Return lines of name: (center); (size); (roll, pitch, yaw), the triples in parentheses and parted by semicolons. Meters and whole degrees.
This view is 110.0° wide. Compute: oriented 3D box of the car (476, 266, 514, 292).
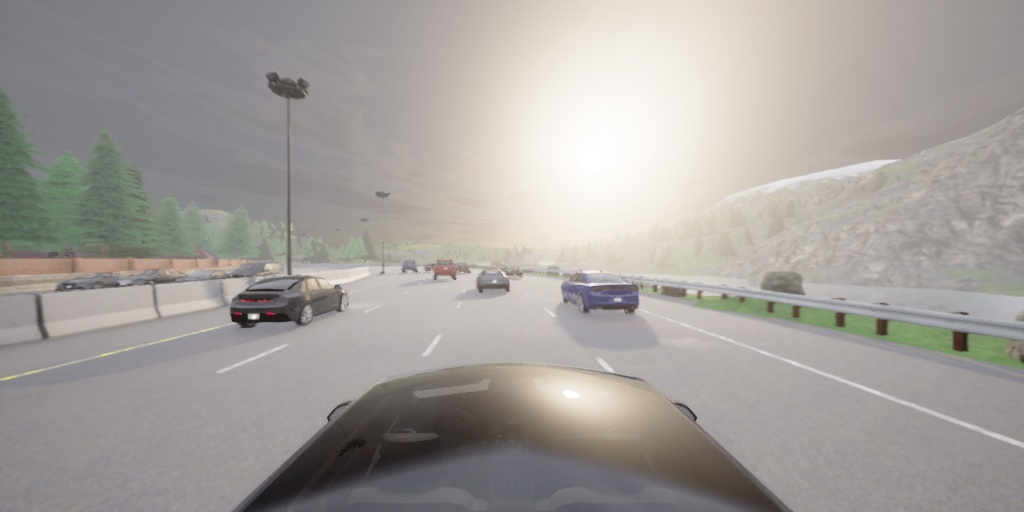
car: (-1.318, 1.520, 23.424); (1.994, 1.385, 4.181); (0, 0, -8)

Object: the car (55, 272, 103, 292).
car: (-30.027, 1.890, 25.998); (1.994, 1.385, 4.181); (-1, -1, -10)

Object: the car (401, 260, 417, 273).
car: (-16.909, 1.654, 58.786); (2.150, 2.045, 5.566); (0, -1, -21)

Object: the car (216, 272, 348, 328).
car: (-7.227, 1.423, 12.200); (1.837, 1.490, 4.892); (0, -1, -4)

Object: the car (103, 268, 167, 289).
car: (-26.579, 1.688, 26.590); (2.128, 1.511, 4.902); (-1, -1, -10)

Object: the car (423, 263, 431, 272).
car: (-13.489, 1.905, 59.259); (1.837, 1.490, 4.892); (1, -1, -20)

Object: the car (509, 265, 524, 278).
car: (-0.204, 1.685, 39.307); (1.895, 1.301, 4.718); (0, -1, -13)

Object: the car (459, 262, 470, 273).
car: (-7.564, 1.629, 52.480); (2.097, 1.767, 4.553); (-1, -1, -17)

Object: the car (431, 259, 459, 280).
car: (-7.108, 1.363, 37.583); (2.150, 2.045, 5.566); (0, -1, -13)

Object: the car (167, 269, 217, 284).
car: (-23.128, 1.789, 27.179); (1.812, 1.442, 4.674); (-1, -1, -10)

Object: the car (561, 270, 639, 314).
car: (3.262, 1.304, 14.237); (1.882, 1.535, 5.008); (0, 0, -5)

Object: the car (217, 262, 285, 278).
car: (-19.676, 1.504, 27.742); (2.150, 2.045, 5.566); (-1, -1, -10)
